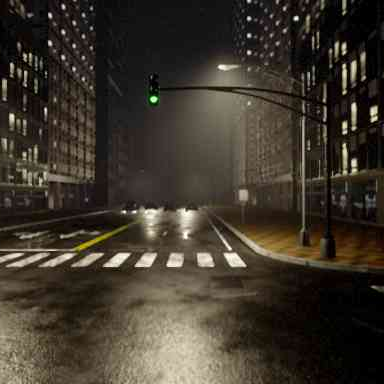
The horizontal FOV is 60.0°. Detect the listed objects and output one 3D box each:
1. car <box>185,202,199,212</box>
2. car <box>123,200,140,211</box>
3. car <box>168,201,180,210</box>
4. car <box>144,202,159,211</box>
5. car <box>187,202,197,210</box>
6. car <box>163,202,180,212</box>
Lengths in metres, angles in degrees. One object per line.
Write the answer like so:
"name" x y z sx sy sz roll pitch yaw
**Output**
"car" -0.005 2.239 49.860 2.033 1.411 5.357 0 -1 0
"car" -9.756 2.108 54.059 2.097 1.767 4.553 0 -1 0
"car" -3.257 2.412 59.859 1.994 1.385 4.181 0 -1 0
"car" -6.506 2.319 54.026 1.994 1.385 4.181 0 -1 0
"car" -0.007 2.456 60.306 1.895 1.301 4.718 0 -1 0
"car" -3.256 2.232 49.442 2.033 1.411 5.357 0 -1 0
